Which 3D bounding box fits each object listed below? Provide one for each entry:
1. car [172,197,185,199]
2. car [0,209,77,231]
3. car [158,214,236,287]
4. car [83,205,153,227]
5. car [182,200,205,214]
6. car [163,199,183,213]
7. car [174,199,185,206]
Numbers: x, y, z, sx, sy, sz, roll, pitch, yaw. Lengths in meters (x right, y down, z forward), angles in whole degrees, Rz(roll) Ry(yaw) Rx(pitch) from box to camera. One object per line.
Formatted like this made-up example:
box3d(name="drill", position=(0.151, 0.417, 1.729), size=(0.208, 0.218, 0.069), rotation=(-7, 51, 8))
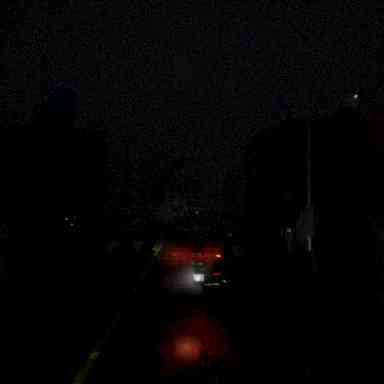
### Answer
box3d(name="car", position=(-2.580, 1.976, 54.792), size=(1.882, 1.535, 5.008), rotation=(0, -1, 0))
box3d(name="car", position=(-9.755, 1.744, 20.853), size=(4.718, 1.301, 1.895), rotation=(0, -2, -1))
box3d(name="car", position=(0.145, 1.601, 9.562), size=(1.837, 1.490, 4.892), rotation=(0, 0, 1))
box3d(name="car", position=(-5.333, 1.712, 24.150), size=(4.902, 1.511, 2.128), rotation=(0, -2, -1))
box3d(name="car", position=(0.273, 1.954, 38.183), size=(1.895, 1.301, 4.718), rotation=(0, 0, -6))
box3d(name="car", position=(-2.621, 1.944, 43.091), size=(2.033, 1.411, 5.357), rotation=(0, 0, 2))
box3d(name="car", position=(-2.509, 2.177, 68.660), size=(1.994, 1.385, 4.181), rotation=(0, -1, 0))
